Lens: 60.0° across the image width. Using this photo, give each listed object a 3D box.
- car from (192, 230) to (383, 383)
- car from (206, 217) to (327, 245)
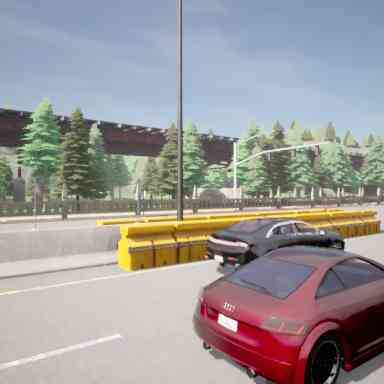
[{"bbox_3d":[2.069,1.564,5.227,4.181,1.385,1.994,0,0,-35],"label":"car"},{"bbox_3d":[2.659,1.492,9.946,4.902,1.511,2.128,0,0,-36],"label":"car"}]
